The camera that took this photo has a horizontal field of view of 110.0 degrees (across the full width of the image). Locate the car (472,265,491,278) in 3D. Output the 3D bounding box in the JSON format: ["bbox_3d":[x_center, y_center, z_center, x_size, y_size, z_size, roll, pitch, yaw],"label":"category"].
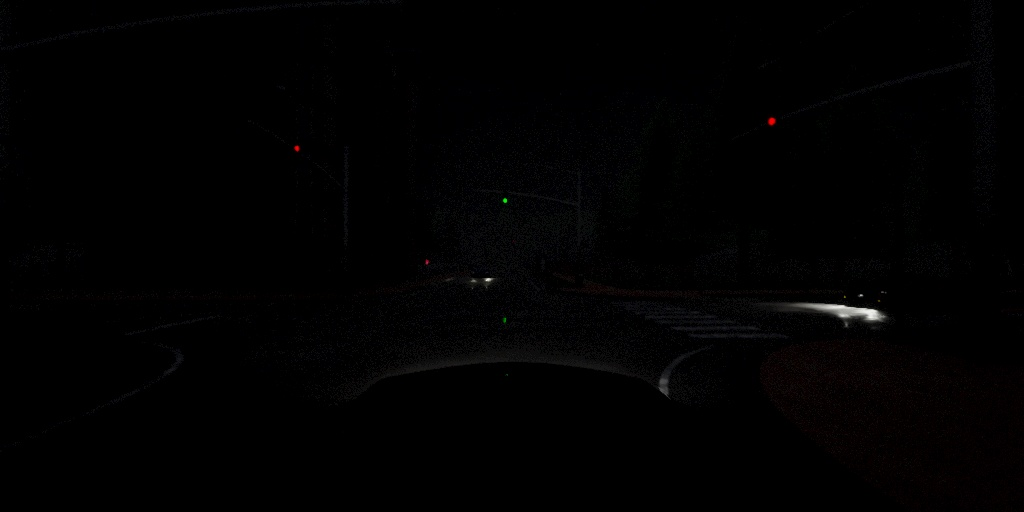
[{"bbox_3d":[-3.488,1.742,41.296,1.882,1.535,5.008,0,1,0],"label":"car"}]

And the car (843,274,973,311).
[{"bbox_3d":[16.488,1.461,14.957,4.181,1.385,1.994,0,-1,-1],"label":"car"}]
